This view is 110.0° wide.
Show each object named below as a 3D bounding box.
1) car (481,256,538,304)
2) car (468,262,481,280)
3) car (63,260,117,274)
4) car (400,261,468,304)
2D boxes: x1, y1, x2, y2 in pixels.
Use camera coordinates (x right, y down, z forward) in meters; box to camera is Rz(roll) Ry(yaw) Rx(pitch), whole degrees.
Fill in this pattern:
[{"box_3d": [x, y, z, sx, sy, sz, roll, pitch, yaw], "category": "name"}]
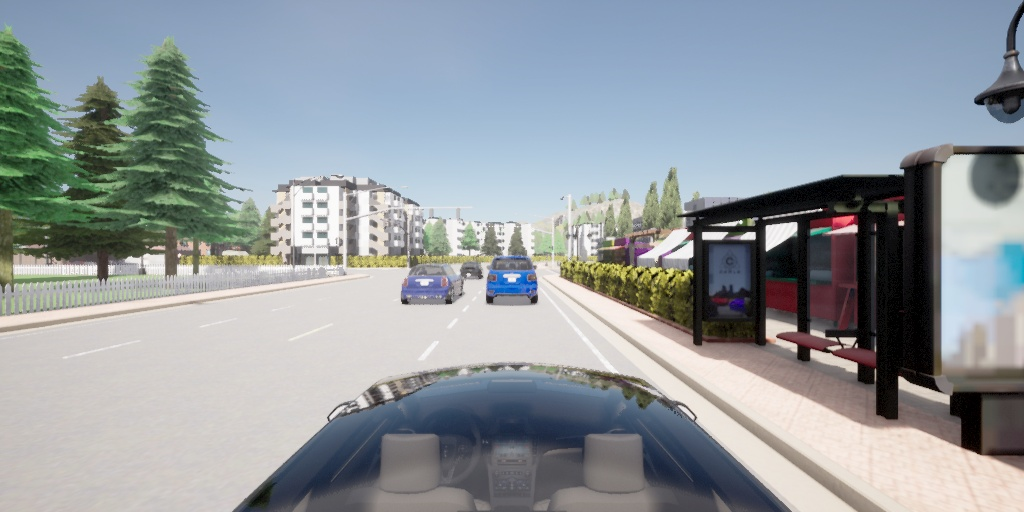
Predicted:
[{"box_3d": [0.000, 1.006, 16.530, 2.150, 2.045, 5.566, 0, 0, 0], "category": "car"}, {"box_3d": [-3.500, 1.265, 31.500, 1.837, 1.490, 4.892, 0, 0, 0], "category": "car"}, {"box_3d": [-48.185, 1.308, 40.512, 4.674, 1.442, 1.812, 0, 0, 1], "category": "car"}, {"box_3d": [-3.500, 1.114, 16.470, 2.097, 1.767, 4.553, 0, 0, 0], "category": "car"}]
